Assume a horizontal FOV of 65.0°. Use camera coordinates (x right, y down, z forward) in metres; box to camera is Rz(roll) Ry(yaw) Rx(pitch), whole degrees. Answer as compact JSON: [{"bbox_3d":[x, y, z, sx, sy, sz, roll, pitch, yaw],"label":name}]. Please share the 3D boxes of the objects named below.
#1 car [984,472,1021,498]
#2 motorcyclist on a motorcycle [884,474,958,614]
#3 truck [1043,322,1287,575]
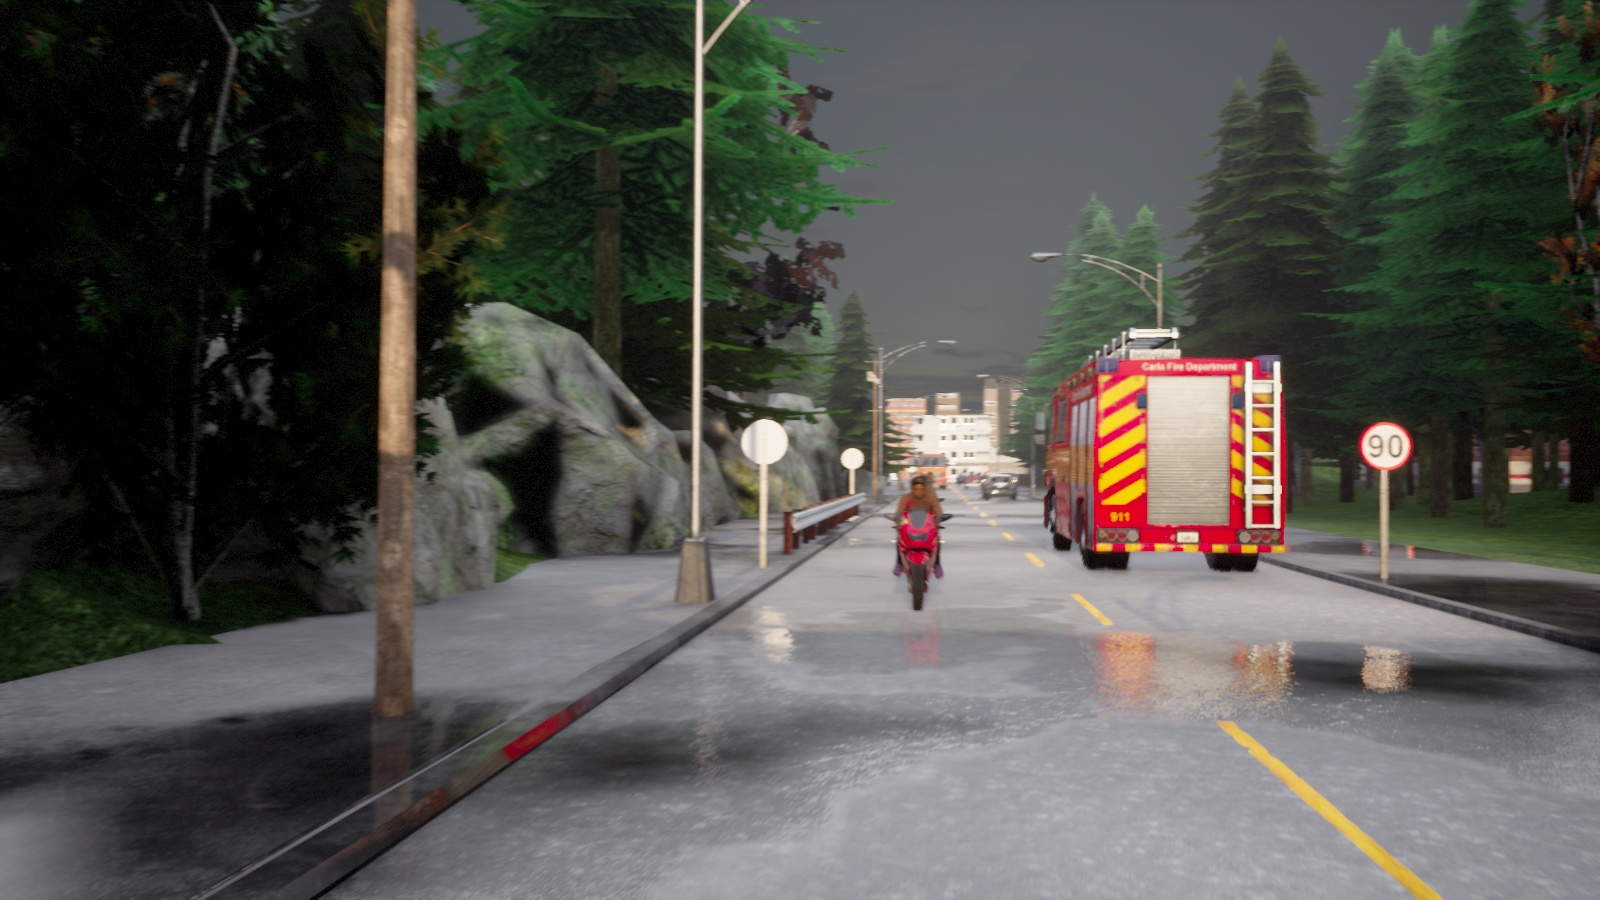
[{"bbox_3d":[11.786,2.038,73.255,1.970,1.475,3.806,0,-1,6],"label":"car"},{"bbox_3d":[1.433,1.053,14.793,0.797,1.523,2.044,0,-1,6],"label":"motorcyclist on a motorcycle"},{"bbox_3d":[6.360,0.046,23.352,2.891,3.827,8.468,0,-1,6],"label":"truck"}]
